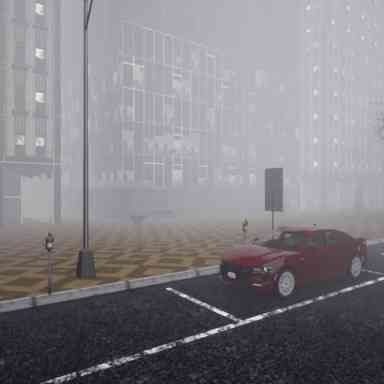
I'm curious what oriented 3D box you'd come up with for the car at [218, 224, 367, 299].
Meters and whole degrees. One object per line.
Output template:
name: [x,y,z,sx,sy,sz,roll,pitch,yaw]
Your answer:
car: [2.684,1.545,8.476,4.507,1.381,1.887,0,0,-36]
